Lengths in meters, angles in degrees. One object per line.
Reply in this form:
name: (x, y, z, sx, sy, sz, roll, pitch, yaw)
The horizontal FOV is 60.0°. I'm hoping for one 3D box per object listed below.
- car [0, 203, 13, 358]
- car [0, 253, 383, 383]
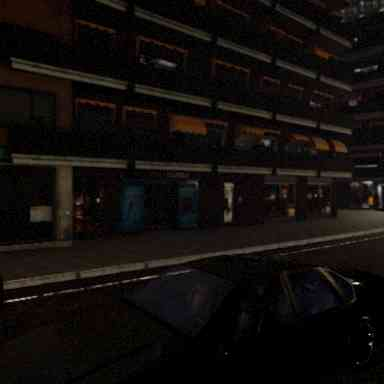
car: (-5.369, 1.225, 3.873, 5.566, 2.045, 2.150, 0, 0, -35)
car: (0.550, 1.551, 4.110, 5.357, 1.411, 2.033, 0, 0, -36)
